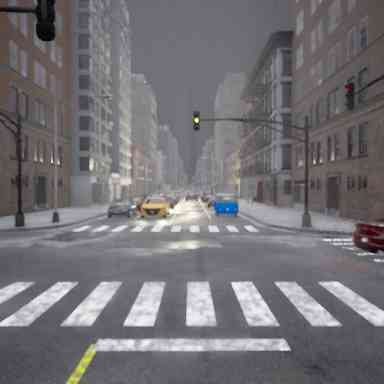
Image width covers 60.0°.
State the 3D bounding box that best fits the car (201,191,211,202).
[{"bbox_3d":[2.590,0.955,48.857,1.802,1.307,4.206,0,1,0],"label":"car"}]

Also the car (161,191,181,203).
[{"bbox_3d":[-2.828,0.961,44.108,1.812,1.442,4.674,0,1,1],"label":"car"}]

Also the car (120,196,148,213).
[{"bbox_3d":[-5.419,1.138,31.798,1.887,1.381,4.507,0,1,0],"label":"car"}]

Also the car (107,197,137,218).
[{"bbox_3d":[-5.413,1.217,26.117,2.008,1.369,4.403,0,1,0],"label":"car"}]

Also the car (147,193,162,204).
[{"bbox_3d":[-5.435,0.901,48.673,1.752,1.417,4.829,0,1,0],"label":"car"}]

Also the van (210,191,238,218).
[{"bbox_3d":[2.612,1.007,26.131,1.690,1.788,3.998,0,1,0],"label":"van"}]

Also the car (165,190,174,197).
[{"bbox_3d":[-5.468,0.356,82.929,1.967,1.590,4.097,0,1,0],"label":"car"}]

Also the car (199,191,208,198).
[{"bbox_3d":[2.563,0.543,77.260,2.008,1.369,4.403,0,1,0],"label":"car"}]

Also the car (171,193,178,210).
[{"bbox_3d":[-2.834,1.112,35.352,1.994,1.385,4.181,0,1,0],"label":"car"}]

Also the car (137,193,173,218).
[{"bbox_3d":[-2.858,1.140,26.401,1.882,1.535,5.008,0,1,0],"label":"car"}]

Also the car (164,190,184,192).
[{"bbox_3d":[-2.839,0.834,51.120,2.128,1.511,4.902,0,1,1],"label":"car"}]

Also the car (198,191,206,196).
[{"bbox_3d":[2.552,0.405,88.622,1.947,1.339,4.313,0,1,0],"label":"car"}]

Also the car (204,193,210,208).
[{"bbox_3d":[2.601,1.103,37.495,1.802,1.307,4.206,0,1,0],"label":"car"}]

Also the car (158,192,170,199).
[{"bbox_3d":[-5.451,0.710,65.887,1.947,1.339,4.313,0,1,0],"label":"car"}]

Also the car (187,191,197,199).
[{"bbox_3d":[-0.064,0.617,66.258,1.882,1.535,5.008,0,1,0],"label":"car"}]

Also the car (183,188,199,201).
[{"bbox_3d":[-0.055,0.626,56.225,2.097,1.767,4.553,0,1,0],"label":"car"}]

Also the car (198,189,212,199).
[{"bbox_3d":[2.585,0.612,54.535,2.192,1.841,5.009,0,1,0],"label":"car"}]

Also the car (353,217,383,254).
[{"bbox_3d":[7.963,1.394,11.031,5.008,1.535,1.882,0,-1,-9],"label":"car"}]

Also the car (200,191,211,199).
[{"bbox_3d":[2.574,0.585,65.898,1.967,1.590,4.097,0,1,0],"label":"car"}]
